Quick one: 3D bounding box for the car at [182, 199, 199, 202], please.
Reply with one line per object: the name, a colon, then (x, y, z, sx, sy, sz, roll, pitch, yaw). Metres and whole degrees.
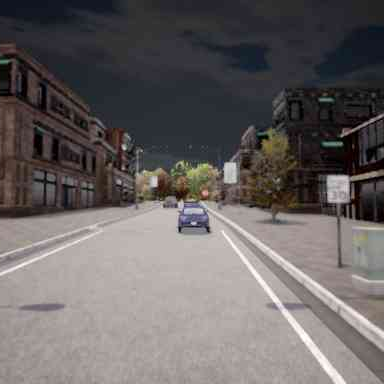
car: (-0.131, 1.541, 40.600, 2.128, 1.511, 4.902, 0, 0, -1)

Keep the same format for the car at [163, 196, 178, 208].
car: (-3.088, 1.407, 48.223, 2.097, 1.767, 4.553, 0, 0, 0)

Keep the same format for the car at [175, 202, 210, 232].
car: (0.090, 1.550, 20.409, 1.812, 1.442, 4.674, 0, 0, 0)
